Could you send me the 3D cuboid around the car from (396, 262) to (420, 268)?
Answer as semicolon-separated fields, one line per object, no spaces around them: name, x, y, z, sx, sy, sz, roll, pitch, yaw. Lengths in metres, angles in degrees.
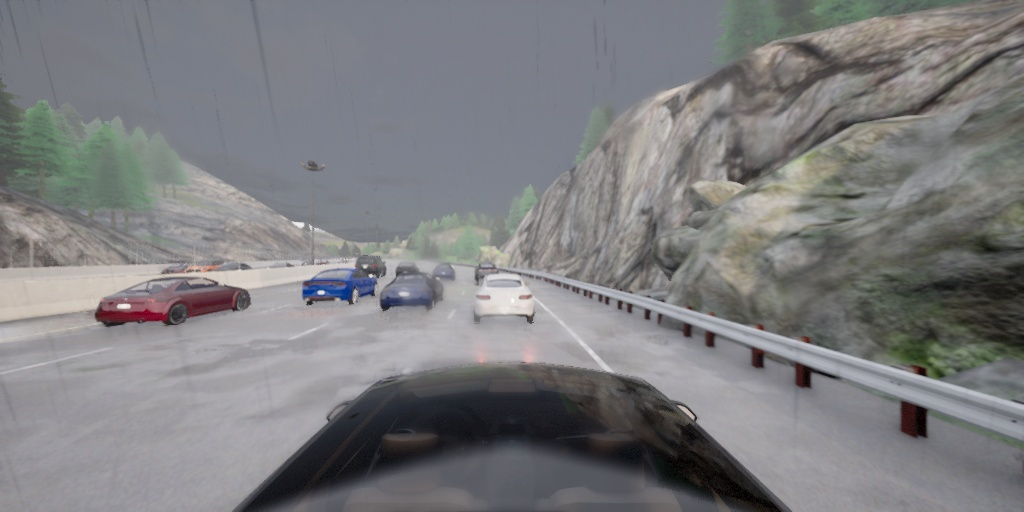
car;-10.104;1.341;34.847;1.882;1.535;5.008;0;0;-10

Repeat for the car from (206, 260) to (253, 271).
car;-28.489;1.414;36.703;1.837;1.490;4.892;0;0;-12

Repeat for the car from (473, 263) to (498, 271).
car;-2.173;1.324;29.797;2.128;1.511;4.902;0;0;-8

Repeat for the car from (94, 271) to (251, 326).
car;-10.831;1.366;11.897;1.994;1.385;4.181;0;0;-3

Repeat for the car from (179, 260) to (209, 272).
car;-32.393;1.273;38.122;2.097;1.767;4.553;0;0;-13

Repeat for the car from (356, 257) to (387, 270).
car;-13.589;1.092;34.605;2.150;2.045;5.566;0;0;-10

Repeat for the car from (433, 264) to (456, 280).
car;-6.104;1.411;32.247;1.994;1.385;4.181;0;0;-9

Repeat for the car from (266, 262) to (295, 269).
car;-25.569;1.436;39.743;1.812;1.442;4.674;0;0;-13

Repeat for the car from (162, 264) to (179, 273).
car;-36.300;1.498;39.539;1.994;1.385;4.181;0;0;-14

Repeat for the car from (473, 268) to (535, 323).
car;-0.322;1.305;12.168;1.812;1.442;4.674;0;0;-3

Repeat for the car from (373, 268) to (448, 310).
car;-4.017;1.359;14.956;1.994;1.385;4.181;0;0;-4

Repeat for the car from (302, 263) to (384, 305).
car;-7.646;1.285;16.449;1.882;1.535;5.008;0;0;-5
